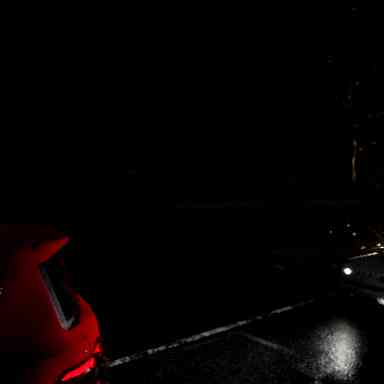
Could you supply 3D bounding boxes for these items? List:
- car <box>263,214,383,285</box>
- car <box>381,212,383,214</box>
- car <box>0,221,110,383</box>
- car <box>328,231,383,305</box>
[{"bbox_3d":[4.086,1.528,9.472,4.829,1.417,1.752,0,0,-36],"label":"car"},{"bbox_3d":[8.807,1.320,12.841,5.009,1.841,2.192,0,0,-36],"label":"car"},{"bbox_3d":[-3.076,1.223,1.168,5.566,2.045,2.150,0,0,-36],"label":"car"},{"bbox_3d":[5.161,1.603,7.037,4.718,1.301,1.895,0,0,-35],"label":"car"}]
